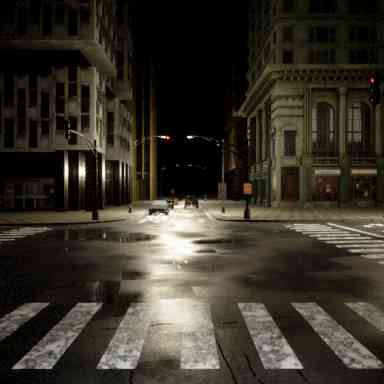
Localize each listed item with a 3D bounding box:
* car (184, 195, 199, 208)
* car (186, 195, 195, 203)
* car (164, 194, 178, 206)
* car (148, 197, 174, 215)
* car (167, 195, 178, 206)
[{"bbox_3d":[-0.107,1.465,46.782,1.837,1.490,4.892,0,0,0],"label":"car"},{"bbox_3d":[-0.277,1.436,69.773,1.812,1.442,4.674,0,0,0],"label":"car"},{"bbox_3d":[-3.344,1.300,53.773,2.097,1.767,4.553,0,0,0],"label":"car"},{"bbox_3d":[-3.204,1.528,33.565,2.033,1.411,5.357,0,0,0],"label":"car"},{"bbox_3d":[-3.278,1.458,43.480,2.128,1.511,4.902,0,0,0],"label":"car"}]
